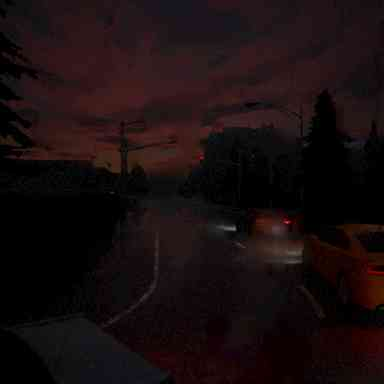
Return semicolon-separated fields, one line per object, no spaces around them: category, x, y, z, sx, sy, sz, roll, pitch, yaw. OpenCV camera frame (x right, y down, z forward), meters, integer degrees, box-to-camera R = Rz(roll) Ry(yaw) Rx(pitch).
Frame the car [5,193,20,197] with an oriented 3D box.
car;-38.337;1.097;72.949;1.932;1.855;4.605;0;0;-5

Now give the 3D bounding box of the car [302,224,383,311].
car;4.003;1.478;7.765;1.882;1.535;5.008;0;0;6

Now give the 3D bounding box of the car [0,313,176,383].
car;-2.440;1.601;1.697;4.718;1.301;1.895;0;0;-42

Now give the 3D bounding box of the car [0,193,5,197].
car;-41.194;1.077;72.277;1.905;1.878;3.866;0;0;-5

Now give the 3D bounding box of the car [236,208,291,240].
car;3.552;1.526;17.079;1.812;1.442;4.674;0;0;-5
